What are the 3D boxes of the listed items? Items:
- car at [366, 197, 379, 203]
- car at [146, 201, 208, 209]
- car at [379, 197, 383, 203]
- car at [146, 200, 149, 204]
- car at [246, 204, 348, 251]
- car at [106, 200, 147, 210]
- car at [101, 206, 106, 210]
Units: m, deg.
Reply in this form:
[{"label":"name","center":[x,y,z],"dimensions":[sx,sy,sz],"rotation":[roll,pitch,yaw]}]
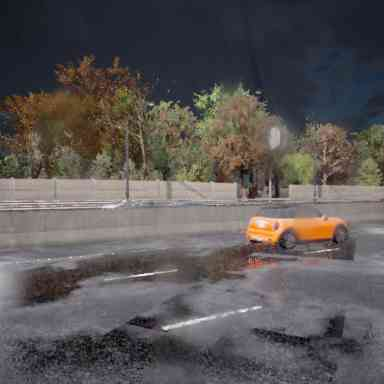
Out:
[{"label":"car","center":[30.116,1.497,53.647],"dimensions":[5.008,1.535,1.882],"rotation":[1,0,-30]},{"label":"car","center":[-0.230,1.547,23.923],"dimensions":[5.357,1.411,2.033],"rotation":[0,0,-30]},{"label":"car","center":[30.833,1.369,50.028],"dimensions":[4.553,1.767,2.097],"rotation":[0,0,-30]},{"label":"car","center":[-0.903,1.491,27.583],"dimensions":[4.902,1.511,2.128],"rotation":[0,0,-30]},{"label":"car","center":[4.611,1.351,14.361],"dimensions":[4.553,1.767,2.097],"rotation":[0,0,-30]},{"label":"car","center":[-4.649,1.491,29.454],"dimensions":[4.902,1.511,2.128],"rotation":[0,0,-30]},{"label":"car","center":[-6.477,1.525,32.458],"dimensions":[4.674,1.442,1.812],"rotation":[0,0,-30]}]
